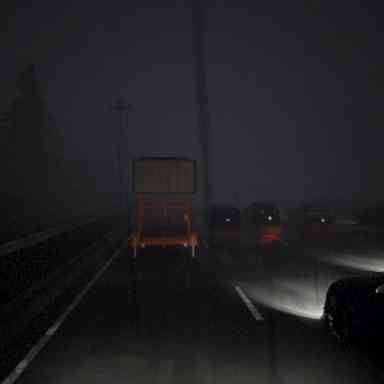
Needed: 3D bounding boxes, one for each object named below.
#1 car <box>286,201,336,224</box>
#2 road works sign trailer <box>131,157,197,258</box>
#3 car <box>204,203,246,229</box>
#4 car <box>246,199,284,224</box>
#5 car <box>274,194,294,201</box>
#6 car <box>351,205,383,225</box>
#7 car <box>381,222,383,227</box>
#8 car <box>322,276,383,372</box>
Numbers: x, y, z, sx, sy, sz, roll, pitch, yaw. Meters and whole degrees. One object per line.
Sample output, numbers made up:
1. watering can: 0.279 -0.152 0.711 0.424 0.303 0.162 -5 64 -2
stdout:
1. car: 8.720 1.616 24.790 1.895 1.301 4.718 0 0 -4
2. road works sign trailer: -1.051 0.469 12.831 2.380 3.560 2.880 0 0 -4
3. car: 1.912 1.488 21.846 1.882 1.535 5.008 0 0 -4
4. car: 5.174 1.518 25.287 1.837 1.490 4.892 0 0 -4
5. car: 18.159 1.251 65.447 3.866 1.878 1.905 0 0 -4
6. car: 12.470 1.563 21.412 2.033 1.411 5.357 0 0 -4
7. car: 6.468 1.571 7.231 1.994 1.385 4.181 0 0 -4
8. car: 3.209 1.567 3.739 1.994 1.385 4.181 0 0 -4
